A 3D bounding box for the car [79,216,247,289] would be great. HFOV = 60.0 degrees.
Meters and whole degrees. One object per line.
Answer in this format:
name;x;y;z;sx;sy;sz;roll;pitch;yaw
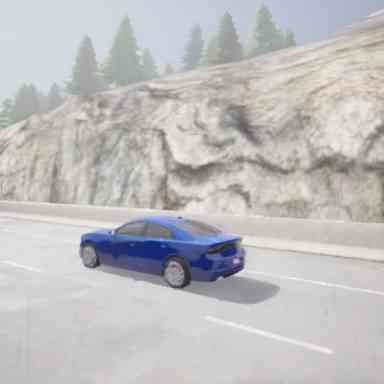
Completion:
car;-0.986;1.388;9.017;5.008;1.535;1.882;1;1;35
